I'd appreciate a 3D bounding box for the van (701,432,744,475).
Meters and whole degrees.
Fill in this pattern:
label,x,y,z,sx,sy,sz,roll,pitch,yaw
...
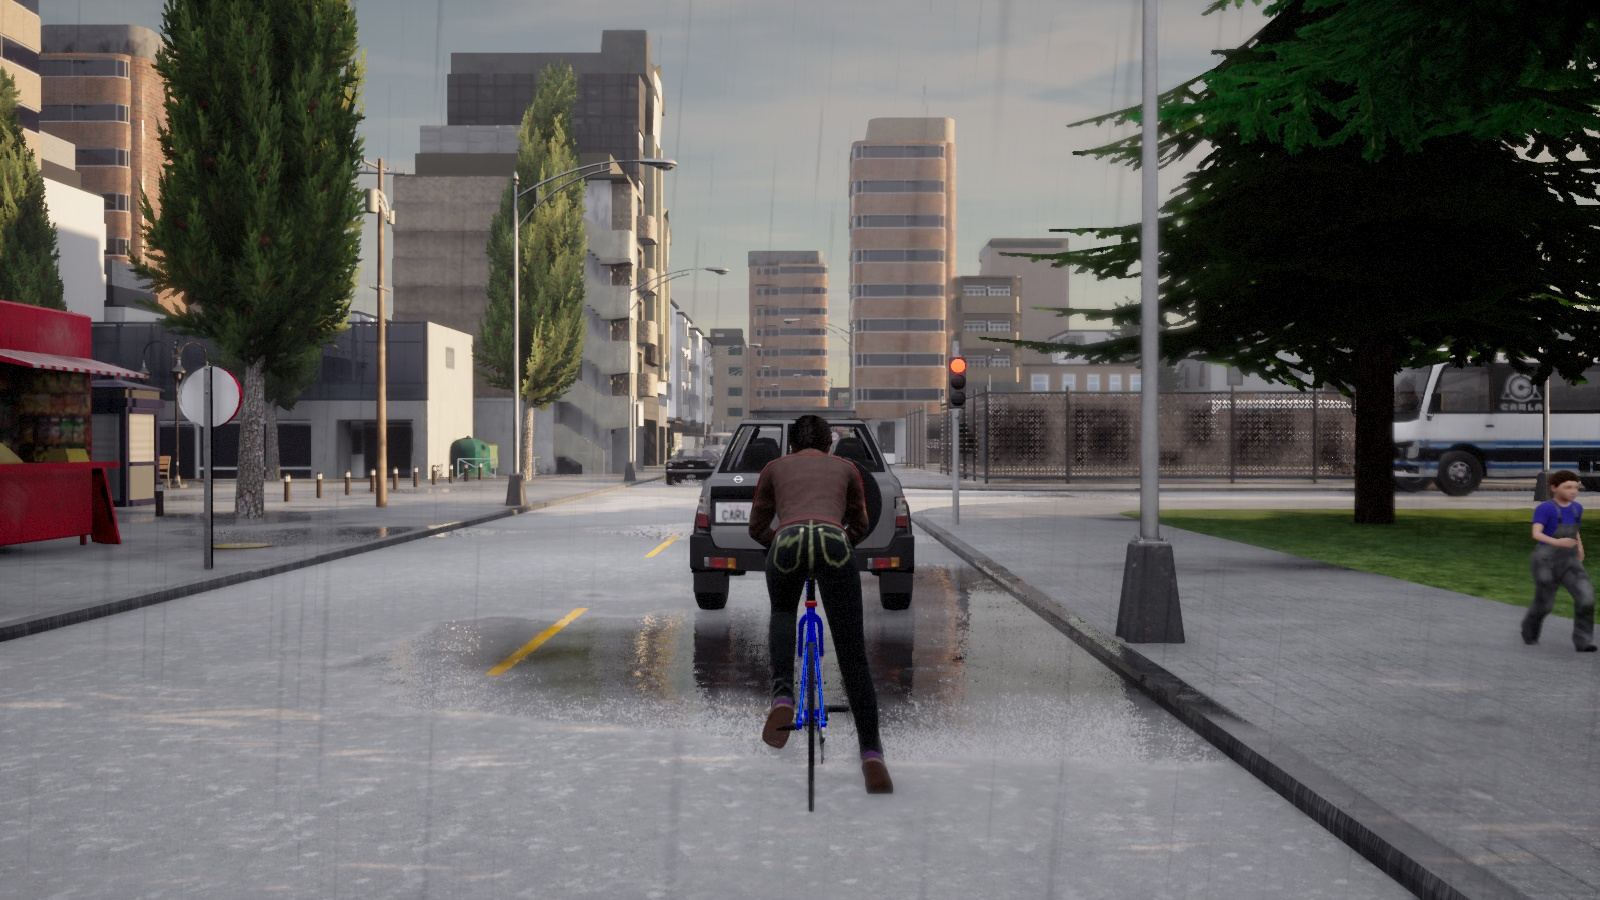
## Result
label,x,y,z,sx,sy,sz,roll,pitch,yaw
van,-3.705,0.157,60.345,1.775,1.987,4.442,0,0,0

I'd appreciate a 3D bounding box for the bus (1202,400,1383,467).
label,x,y,z,sx,sy,sz,roll,pitch,yaw
bus,31.817,-1.065,81.548,10.273,4.253,3.944,0,0,4

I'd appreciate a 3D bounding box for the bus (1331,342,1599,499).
label,x,y,z,sx,sy,sz,roll,pitch,yaw
bus,21.274,-0.817,36.157,10.273,4.253,3.944,0,0,0

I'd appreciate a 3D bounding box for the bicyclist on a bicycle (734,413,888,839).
label,x,y,z,sx,sy,sz,roll,pitch,yaw
bicyclist on a bicycle,0.048,0.668,5.601,0.582,1.620,1.656,0,0,0

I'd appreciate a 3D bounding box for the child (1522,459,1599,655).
label,x,y,z,sx,sy,sz,roll,pitch,yaw
child,5.064,0.693,8.350,0.270,1.263,0.437,0,0,0

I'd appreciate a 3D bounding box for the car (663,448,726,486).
label,x,y,z,sx,sy,sz,roll,pitch,yaw
car,-3.771,0.587,45.558,1.895,1.301,4.718,0,0,0

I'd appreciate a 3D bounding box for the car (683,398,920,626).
label,x,y,z,sx,sy,sz,roll,pitch,yaw
car,0.062,0.493,12.525,1.932,1.855,4.605,0,0,1
